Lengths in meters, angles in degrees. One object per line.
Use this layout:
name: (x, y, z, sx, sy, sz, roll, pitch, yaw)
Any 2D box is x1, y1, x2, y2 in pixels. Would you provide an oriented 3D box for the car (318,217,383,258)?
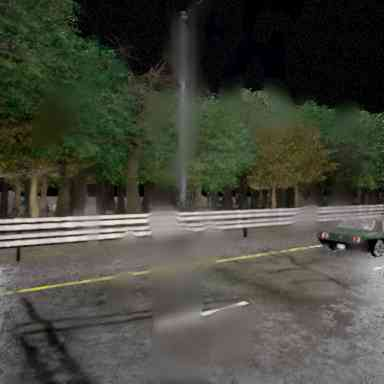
car: (7.135, 1.642, 13.117, 4.718, 1.301, 1.895, 0, 1, -35)
